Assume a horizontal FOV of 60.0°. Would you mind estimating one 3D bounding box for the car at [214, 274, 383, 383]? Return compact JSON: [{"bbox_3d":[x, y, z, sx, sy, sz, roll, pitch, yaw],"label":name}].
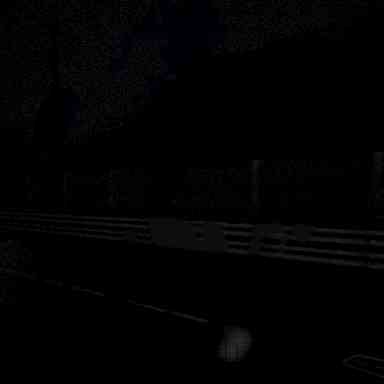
[{"bbox_3d":[2.844,1.211,1.964,5.566,2.045,2.150,0,0,36],"label":"car"}]
